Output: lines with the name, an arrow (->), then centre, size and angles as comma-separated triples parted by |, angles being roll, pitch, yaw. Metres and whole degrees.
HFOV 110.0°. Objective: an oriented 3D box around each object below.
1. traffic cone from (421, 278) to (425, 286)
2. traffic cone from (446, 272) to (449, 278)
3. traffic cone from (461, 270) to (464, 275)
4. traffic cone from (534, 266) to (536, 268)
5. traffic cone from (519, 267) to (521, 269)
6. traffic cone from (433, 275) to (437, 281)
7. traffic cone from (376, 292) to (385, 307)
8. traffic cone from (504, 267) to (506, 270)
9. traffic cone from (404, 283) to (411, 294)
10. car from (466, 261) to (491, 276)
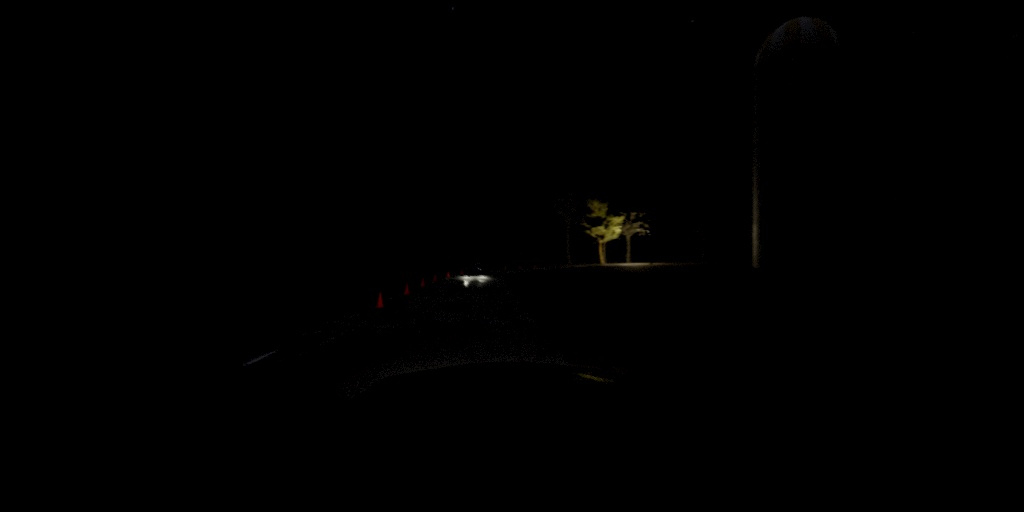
traffic cone -> -6.035, 1.760, 24.289 | 0.340, 0.580, 0.340 | 0, 0, -4
traffic cone -> -6.174, 1.779, 34.648 | 0.340, 0.580, 0.340 | 0, 0, 4
traffic cone -> -5.566, 1.787, 39.830 | 0.340, 0.580, 0.340 | 0, 0, 9
traffic cone -> 4.080, 1.770, 63.847 | 0.340, 0.580, 0.340 | 0, 0, 35
traffic cone -> 1.314, 1.797, 59.423 | 0.340, 0.580, 0.340 | 0, 0, 29
traffic cone -> -6.322, 1.770, 29.433 | 0.340, 0.580, 0.340 | 0, 0, -1
traffic cone -> -5.257, 1.738, 14.319 | 0.340, 0.580, 0.340 | 0, 0, -4
traffic cone -> -1.050, 1.802, 54.773 | 0.340, 0.580, 0.340 | 0, 0, 24
traffic cone -> -5.646, 1.749, 19.304 | 0.340, 0.580, 0.340 | 0, 0, -4
car -> -3.593, 1.303, 38.992 | 1.882, 1.535, 5.008 | 0, 0, 9
